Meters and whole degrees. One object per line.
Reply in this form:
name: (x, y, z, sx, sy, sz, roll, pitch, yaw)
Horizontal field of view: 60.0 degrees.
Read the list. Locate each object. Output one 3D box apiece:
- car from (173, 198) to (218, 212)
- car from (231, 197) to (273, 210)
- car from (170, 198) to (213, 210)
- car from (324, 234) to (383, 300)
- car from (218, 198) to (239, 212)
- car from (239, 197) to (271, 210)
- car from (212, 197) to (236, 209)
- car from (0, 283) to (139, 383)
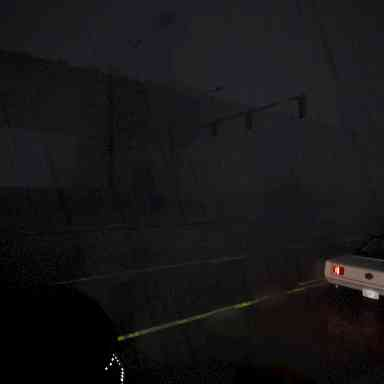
car: (0.037, 1.453, 36.382, 4.974, 1.542, 2.038, 0, 0, 8)
car: (7.688, 1.453, 42.831, 4.974, 1.542, 2.038, 0, 0, -7)
car: (-0.014, 1.295, 36.389, 4.536, 1.218, 1.853, 0, 0, 8)
car: (5.125, 1.601, 7.437, 4.718, 1.301, 1.895, 0, 0, -35)
car: (3.780, 1.453, 39.069, 2.038, 1.542, 4.974, 0, 0, 18)
car: (7.637, 1.295, 42.824, 4.536, 1.218, 1.853, 0, 0, -7)
car: (3.796, 1.295, 39.118, 1.853, 1.218, 4.536, 0, 0, 18)
car: (-3.019, 1.221, 1.596, 5.566, 2.045, 2.150, 0, 0, -35)
